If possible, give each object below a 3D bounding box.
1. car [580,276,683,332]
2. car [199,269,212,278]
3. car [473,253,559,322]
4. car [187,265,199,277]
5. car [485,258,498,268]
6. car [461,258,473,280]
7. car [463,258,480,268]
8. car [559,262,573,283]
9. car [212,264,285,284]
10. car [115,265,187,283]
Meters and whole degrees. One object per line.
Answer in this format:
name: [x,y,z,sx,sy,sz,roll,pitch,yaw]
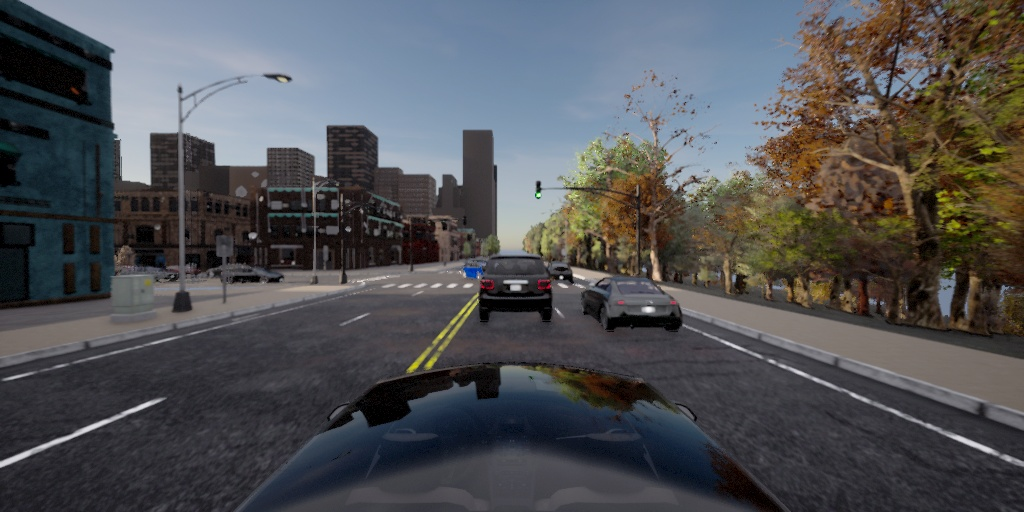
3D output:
car: [3.350,1.283,10.801,1.994,1.385,4.181,0,0,0]
car: [-28.279,1.450,36.151,4.403,1.370,2.007,0,0,0]
car: [0.107,0.936,12.307,2.150,2.045,5.566,0,0,0]
car: [-33.814,1.545,36.158,4.207,1.307,1.802,0,0,0]
car: [-3.302,1.032,58.657,1.882,1.535,5.008,0,0,0]
car: [-2.312,1.140,27.942,1.882,1.535,5.008,1,0,-29]
car: [-6.549,1.046,58.766,2.128,1.511,4.902,0,0,1]
car: [3.351,1.174,26.694,1.837,1.490,4.892,0,1,0]
car: [-19.946,1.482,27.638,4.313,1.339,1.948,0,0,0]
car: [-30.709,1.568,30.359,4.181,1.385,1.994,-1,1,0]
